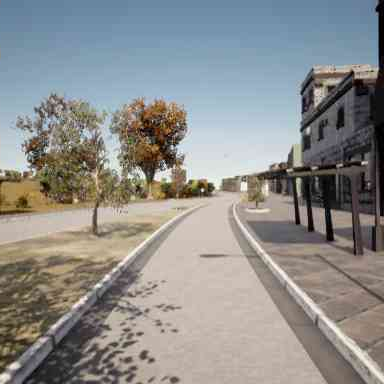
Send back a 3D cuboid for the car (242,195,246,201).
[{"bbox_3d":[10.218,1.038,60.690,2.097,1.535,5.008,-1,0,13],"label":"car"}]
